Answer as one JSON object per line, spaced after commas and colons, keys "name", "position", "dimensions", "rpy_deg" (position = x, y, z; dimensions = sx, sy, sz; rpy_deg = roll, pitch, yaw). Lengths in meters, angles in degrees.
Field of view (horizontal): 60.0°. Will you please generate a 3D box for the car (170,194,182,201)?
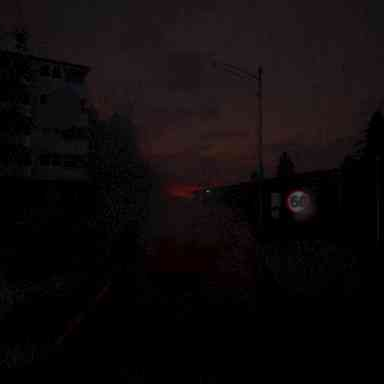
{"name": "car", "position": [-4.007, 1.350, 79.754], "dimensions": [2.097, 1.767, 4.553], "rpy_deg": [0, 0, 0]}
